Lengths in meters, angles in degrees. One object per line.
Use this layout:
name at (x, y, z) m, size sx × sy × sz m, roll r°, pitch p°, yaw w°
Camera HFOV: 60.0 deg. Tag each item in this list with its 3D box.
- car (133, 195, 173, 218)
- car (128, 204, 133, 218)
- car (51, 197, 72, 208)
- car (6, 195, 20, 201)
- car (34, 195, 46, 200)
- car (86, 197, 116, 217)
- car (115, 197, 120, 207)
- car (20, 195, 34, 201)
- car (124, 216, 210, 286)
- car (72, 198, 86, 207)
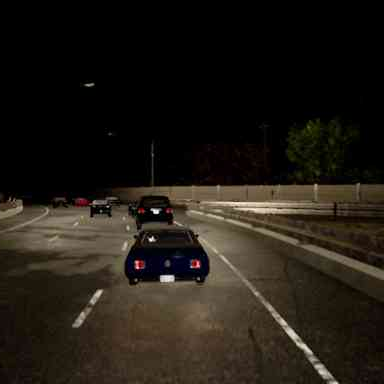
car at (-2.512, 1.224, 21.414) m, size 2.150 × 2.045 × 5.566 m, roll 0°, pitch 0°, yaw -10°
car at (-4.818, 1.566, 30.831) m, size 1.994 × 1.385 × 4.181 m, roll 0°, pitch 0°, yaw -16°
car at (-19.067, 1.506, 47.698) m, size 2.128 × 1.511 × 4.902 m, roll 0°, pitch 0°, yaw -27°
car at (-43.841, 1.418, 79.259) m, size 4.902 × 1.511 × 2.128 m, roll 0°, pitch 0°, yaw 39°
car at (-38.838, 1.453, 84.264) m, size 4.181 × 1.385 × 1.994 m, roll 0°, pitch 0°, yaw 39°
car at (-8.710, 1.497, 31.700) m, size 2.128 × 1.511 × 4.902 m, roll 0°, pitch 0°, yaw -16°
car at (-12.040, 1.500, 49.299) m, size 2.128 × 1.511 × 4.902 m, roll 0°, pitch 0°, yaw -26°
car at (-41.556, 1.413, 81.911) m, size 4.674 × 1.442 × 1.812 m, roll 0°, pitch 0°, yaw 39°
car at (-0.722, 1.601, 9.457) m, size 1.895 × 1.301 × 4.718 m, roll 0°, pitch 0°, yaw -5°
car at (-17.886, 1.576, 52.864) m, size 1.994 × 1.385 × 4.181 m, roll 0°, pitch 0°, yaw -30°
